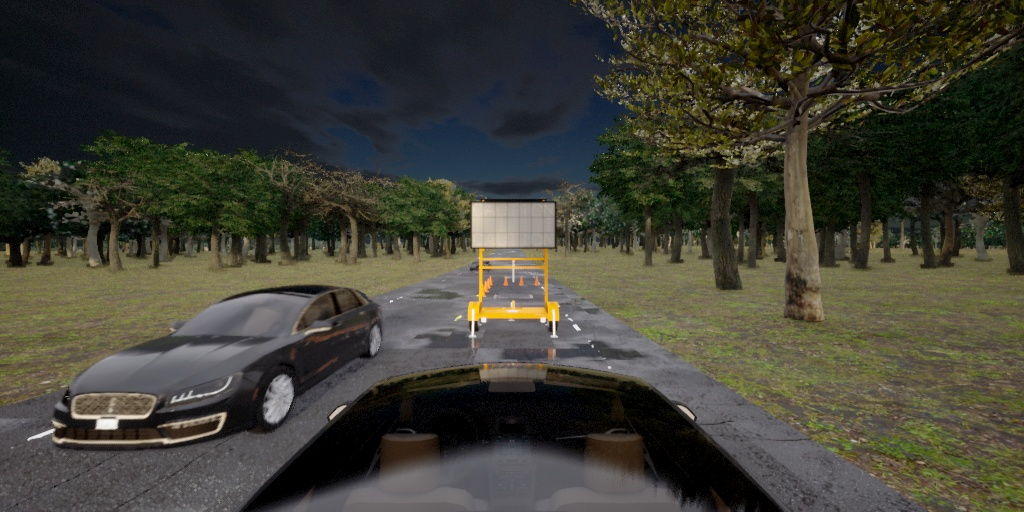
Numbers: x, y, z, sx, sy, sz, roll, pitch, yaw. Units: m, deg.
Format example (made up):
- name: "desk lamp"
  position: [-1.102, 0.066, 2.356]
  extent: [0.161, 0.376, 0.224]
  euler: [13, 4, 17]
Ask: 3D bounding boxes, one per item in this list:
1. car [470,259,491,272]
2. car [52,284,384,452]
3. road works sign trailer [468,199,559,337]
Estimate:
- name: "car"
  position: [-3.340, 1.002, 38.449]
  extent: [1.994, 1.385, 4.181]
  euler: [0, 1, 0]
- name: "car"
  position: [-3.578, 1.254, 5.609]
  extent: [1.837, 1.490, 4.892]
  euler: [0, 0, 0]
- name: "road works sign trailer"
  position: [0.042, 0.198, 10.177]
  extent: [2.380, 3.560, 2.880]
  euler: [0, 0, 0]
